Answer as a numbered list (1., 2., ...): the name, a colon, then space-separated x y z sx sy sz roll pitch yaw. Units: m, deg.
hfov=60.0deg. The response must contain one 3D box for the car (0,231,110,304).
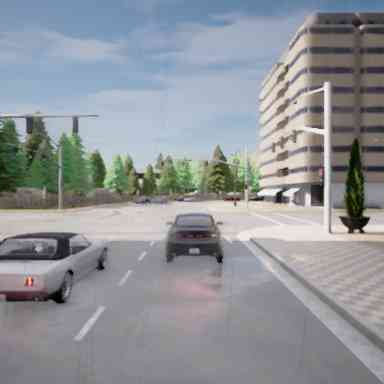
1. car: -3.432 1.609 8.136 1.895 1.301 4.718 0 0 0

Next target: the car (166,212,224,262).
1. car: 0.098 1.516 12.209 1.837 1.490 4.892 0 -1 1

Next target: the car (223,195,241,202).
1. car: 9.584 1.559 79.397 5.008 1.535 1.882 0 0 -41

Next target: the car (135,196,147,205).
1. car: -9.062 1.567 62.090 1.837 1.490 4.892 0 0 14

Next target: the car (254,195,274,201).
1. car: 18.372 1.587 84.928 4.892 1.490 1.837 0 0 -22

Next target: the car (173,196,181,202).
1. car: -2.240 1.618 76.787 2.033 1.411 5.357 0 0 34

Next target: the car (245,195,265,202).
1. car: 15.058 1.676 79.135 4.718 1.301 1.895 0 0 -33

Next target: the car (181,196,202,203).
1. car: 0.206 1.671 74.204 1.895 1.301 4.718 0 0 34

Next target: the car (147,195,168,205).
1. car: -5.909 1.413 60.013 2.097 1.767 4.553 0 0 13
